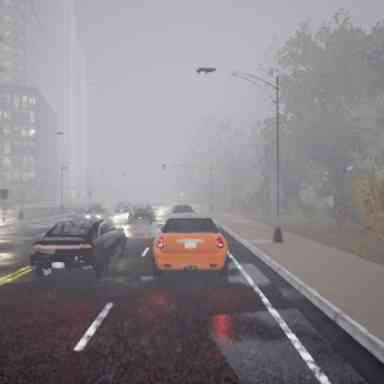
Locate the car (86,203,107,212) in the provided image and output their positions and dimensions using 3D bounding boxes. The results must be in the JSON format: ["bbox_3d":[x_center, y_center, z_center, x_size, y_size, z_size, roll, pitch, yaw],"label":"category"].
[{"bbox_3d":[-11.533,1.990,40.413,1.994,1.385,4.181,0,-1,-5],"label":"car"}]

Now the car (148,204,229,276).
[{"bbox_3d":[-0.086,1.457,10.932,2.097,1.767,4.553,0,-1,-1],"label":"car"}]

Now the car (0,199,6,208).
[{"bbox_3d":[-27.871,1.625,43.878,4.829,1.417,1.752,1,-1,-13],"label":"car"}]

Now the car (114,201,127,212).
[{"bbox_3d":[-8.295,1.910,40.692,2.128,1.511,4.902,0,-1,-5],"label":"car"}]

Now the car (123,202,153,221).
[{"bbox_3d":[-3.994,1.747,26.967,2.128,1.511,4.902,0,-1,-3],"label":"car"}]

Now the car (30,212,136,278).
[{"bbox_3d":[-3.324,1.596,10.554,2.128,1.511,4.902,0,-1,-1],"label":"car"}]

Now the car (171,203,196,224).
[{"bbox_3d":[-0.808,1.741,28.165,1.882,1.535,5.008,0,-1,-3],"label":"car"}]

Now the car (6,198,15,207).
[{"bbox_3d":[-30.168,1.568,52.123,4.097,1.590,1.967,1,-1,-13],"label":"car"}]
